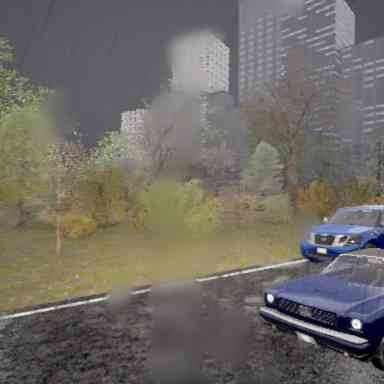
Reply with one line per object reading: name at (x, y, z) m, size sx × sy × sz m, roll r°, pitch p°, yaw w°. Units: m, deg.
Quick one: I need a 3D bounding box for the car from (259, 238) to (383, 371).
car at (3.449, 1.816, 6.130) m, size 4.718 × 1.301 × 1.895 m, roll 0°, pitch -1°, yaw -35°

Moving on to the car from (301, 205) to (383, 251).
car at (6.401, 1.523, 12.221) m, size 5.566 × 2.045 × 2.150 m, roll 0°, pitch -1°, yaw -35°
